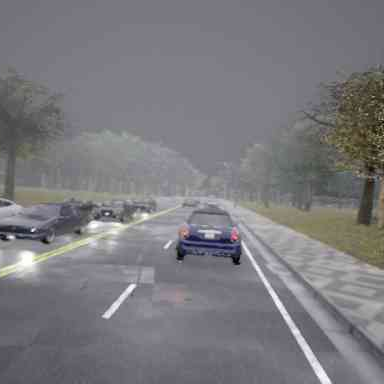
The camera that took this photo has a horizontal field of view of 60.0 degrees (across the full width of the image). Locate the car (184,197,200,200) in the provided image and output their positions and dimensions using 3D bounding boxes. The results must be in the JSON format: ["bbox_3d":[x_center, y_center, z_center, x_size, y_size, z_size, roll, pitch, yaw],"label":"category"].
[{"bbox_3d":[-0.286,1.614,49.830,1.994,1.385,4.181,4,0,3],"label":"car"}]

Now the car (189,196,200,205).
[{"bbox_3d":[0.511,1.665,64.505,1.812,1.442,4.674,4,0,3],"label":"car"}]

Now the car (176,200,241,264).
[{"bbox_3d":[0.695,1.408,12.573,2.097,1.767,4.553,4,0,4],"label":"car"}]

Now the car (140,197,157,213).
[{"bbox_3d":[-4.686,1.266,33.351,2.033,1.411,5.357,4,0,4],"label":"car"}]

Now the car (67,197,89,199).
[{"bbox_3d":[-8.521,1.048,24.381,1.895,1.301,4.718,4,0,4],"label":"car"}]

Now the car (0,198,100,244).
[{"bbox_3d":[-5.916,1.160,13.880,2.033,1.411,5.357,4,0,4],"label":"car"}]

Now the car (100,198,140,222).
[{"bbox_3d":[-5.337,1.224,23.323,1.994,1.385,4.181,4,0,3],"label":"car"}]
